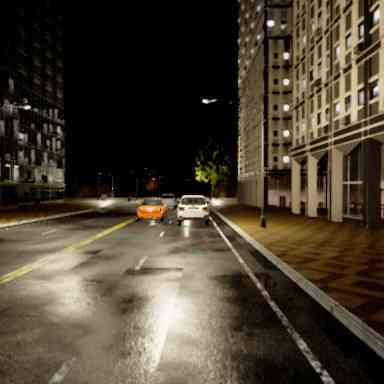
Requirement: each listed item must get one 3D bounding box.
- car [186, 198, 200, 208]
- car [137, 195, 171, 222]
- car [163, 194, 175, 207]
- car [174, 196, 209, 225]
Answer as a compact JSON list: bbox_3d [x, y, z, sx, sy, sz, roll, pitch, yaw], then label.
[{"bbox_3d":[0.094,1.647,49.403,1.994,1.385,4.181,0,0,0],"label":"car"},{"bbox_3d":[-3.153,1.403,27.163,2.097,1.767,4.553,0,0,0],"label":"car"},{"bbox_3d":[-3.155,1.300,45.156,2.150,2.045,5.566,0,0,0],"label":"car"},{"bbox_3d":[0.098,1.268,24.284,2.150,2.045,5.566,0,0,0],"label":"car"}]
